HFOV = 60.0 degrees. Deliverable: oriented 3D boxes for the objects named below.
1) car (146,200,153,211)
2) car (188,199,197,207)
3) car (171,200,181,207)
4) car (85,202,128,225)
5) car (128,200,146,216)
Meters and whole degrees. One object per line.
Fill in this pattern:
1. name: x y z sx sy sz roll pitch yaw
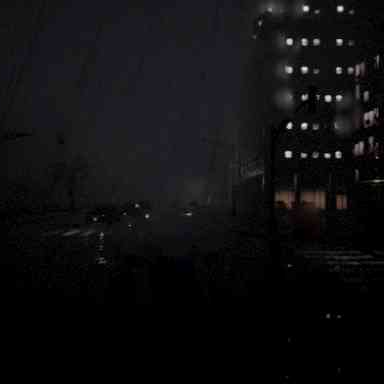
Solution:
1. car: -6.575 1.855 46.435 1.882 1.535 5.008 1 -1 1
2. car: 0.172 2.203 66.849 2.033 1.411 5.357 1 -1 0
3. car: -3.081 2.219 66.544 1.895 1.301 4.718 1 -1 0
4. car: -6.762 1.664 25.718 2.128 1.511 4.902 1 -1 1
5. car: -6.679 1.820 35.965 2.033 1.411 5.357 1 -1 0
